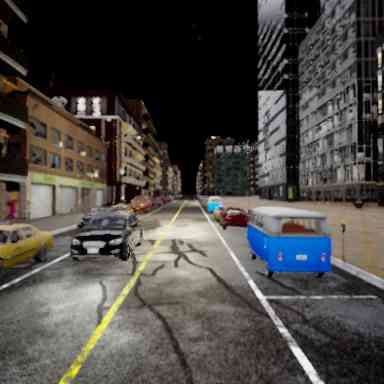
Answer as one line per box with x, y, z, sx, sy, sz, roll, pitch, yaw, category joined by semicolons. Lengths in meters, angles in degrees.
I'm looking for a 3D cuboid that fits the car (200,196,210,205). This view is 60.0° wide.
2.536;1.638;65.687;1.967;1.590;4.097;1;0;0;car

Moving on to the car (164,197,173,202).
-5.889;1.828;82.375;1.947;1.339;4.313;1;0;0;car

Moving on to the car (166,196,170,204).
-5.846;1.790;65.666;1.802;1.307;4.206;1;0;0;car

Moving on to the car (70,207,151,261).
-3.029;1.531;12.624;2.128;1.511;4.902;0;0;0;car

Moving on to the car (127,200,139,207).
-5.744;1.611;26.508;1.752;1.417;4.829;1;0;0;car

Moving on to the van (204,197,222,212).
2.610;1.451;37.839;1.690;1.788;3.998;1;0;0;van

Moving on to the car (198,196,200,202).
2.548;1.725;60.116;1.887;1.381;4.507;1;0;0;car

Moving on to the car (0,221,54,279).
-5.700;1.562;9.799;1.752;1.417;4.829;1;0;0;car

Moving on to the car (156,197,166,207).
-5.817;1.717;54.526;1.887;1.381;4.507;1;0;0;car

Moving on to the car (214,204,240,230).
2.650;1.641;21.128;1.802;1.307;4.206;1;0;0;car

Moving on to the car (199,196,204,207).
2.563;1.688;54.716;1.752;1.417;4.829;1;0;0;car

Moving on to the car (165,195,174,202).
-5.902;1.720;87.945;1.967;1.590;4.097;1;0;0;car

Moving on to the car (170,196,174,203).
-5.875;1.789;76.805;1.887;1.381;4.507;1;0;0;car

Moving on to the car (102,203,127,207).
-5.730;1.620;21.107;2.008;1.369;4.403;1;0;0;car

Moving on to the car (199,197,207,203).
2.506;1.778;76.826;1.887;1.381;4.507;1;0;0;car

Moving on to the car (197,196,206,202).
2.477;1.821;87.965;2.008;1.369;4.403;1;0;0;car

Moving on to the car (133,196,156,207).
-5.770;1.435;37.818;2.192;1.841;5.009;1;0;0;car

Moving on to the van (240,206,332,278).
2.682;1.368;9.991;1.690;1.788;3.998;1;0;0;van

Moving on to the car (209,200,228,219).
2.636;1.601;26.868;1.752;1.417;4.829;1;0;0;car
